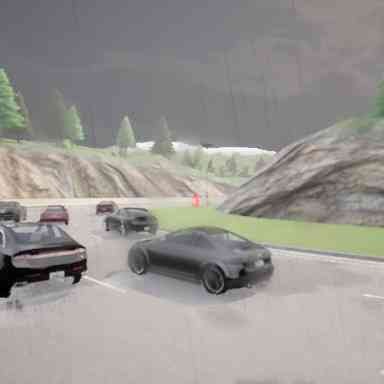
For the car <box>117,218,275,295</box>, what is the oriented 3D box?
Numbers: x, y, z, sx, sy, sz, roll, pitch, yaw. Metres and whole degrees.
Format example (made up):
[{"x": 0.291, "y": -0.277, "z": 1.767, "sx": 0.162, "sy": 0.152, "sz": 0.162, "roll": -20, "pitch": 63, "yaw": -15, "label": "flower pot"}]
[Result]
[{"x": 0.093, "y": 1.630, "z": 9.051, "sx": 4.181, "sy": 1.385, "sz": 1.994, "roll": 0, "pitch": 0, "yaw": 43, "label": "car"}]

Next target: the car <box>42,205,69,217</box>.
[{"x": -10.541, "y": 1.693, "z": 25.669, "sx": 1.994, "sy": 1.385, "sz": 4.181, "roll": 0, "pitch": 0, "yaw": -20, "label": "car"}]

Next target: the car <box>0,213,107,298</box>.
[{"x": -4.486, "y": 1.533, "z": 8.750, "sx": 2.128, "sy": 1.511, "sz": 4.902, "roll": 1, "pitch": 0, "yaw": -43, "label": "car"}]

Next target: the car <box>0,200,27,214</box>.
[{"x": -14.308, "y": 1.464, "z": 26.022, "sx": 2.097, "sy": 1.767, "sz": 4.553, "roll": 0, "pitch": 0, "yaw": -19, "label": "car"}]

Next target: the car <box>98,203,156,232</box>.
[{"x": -3.606, "y": 1.622, "z": 19.066, "sx": 1.837, "sy": 1.490, "sz": 4.892, "roll": 0, "pitch": 0, "yaw": -33, "label": "car"}]

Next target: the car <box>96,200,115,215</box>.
[{"x": -9.545, "y": 1.694, "z": 37.645, "sx": 1.882, "sy": 1.535, "sz": 5.008, "roll": 0, "pitch": 0, "yaw": -5, "label": "car"}]
